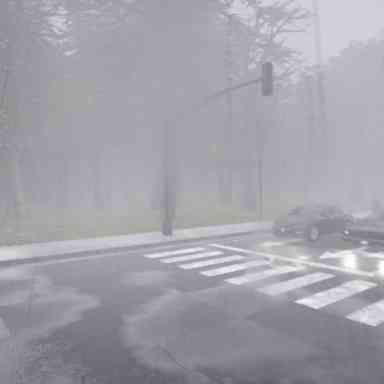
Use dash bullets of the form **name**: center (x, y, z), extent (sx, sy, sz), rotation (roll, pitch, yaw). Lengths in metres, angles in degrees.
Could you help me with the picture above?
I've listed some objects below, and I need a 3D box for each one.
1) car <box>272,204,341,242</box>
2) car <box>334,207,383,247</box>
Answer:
- **car**: center (5.746, 1.351, 15.632), extent (4.892, 1.490, 1.837), rotation (-1, 0, -38)
- **car**: center (8.216, 1.373, 13.415), extent (5.357, 1.411, 2.033), rotation (-1, 0, -37)
